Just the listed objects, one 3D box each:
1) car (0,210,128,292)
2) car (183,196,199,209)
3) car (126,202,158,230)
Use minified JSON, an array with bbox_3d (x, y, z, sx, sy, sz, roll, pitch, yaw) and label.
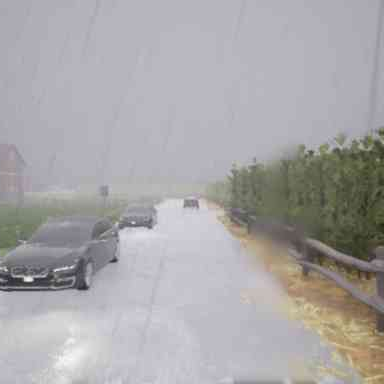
[{"bbox_3d":[-3.207,1.453,8.954,1.837,1.490,4.892,0,0,0],"label":"car"},{"bbox_3d":[-0.077,1.228,41.521,1.882,1.535,5.008,0,1,0],"label":"car"},{"bbox_3d":[-3.150,1.414,20.317,1.837,1.490,4.892,0,0,0],"label":"car"}]
